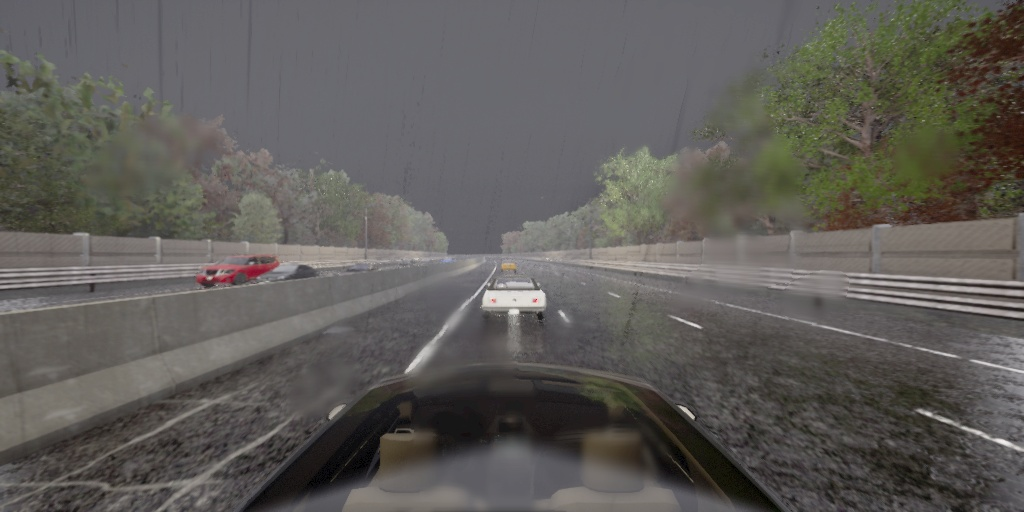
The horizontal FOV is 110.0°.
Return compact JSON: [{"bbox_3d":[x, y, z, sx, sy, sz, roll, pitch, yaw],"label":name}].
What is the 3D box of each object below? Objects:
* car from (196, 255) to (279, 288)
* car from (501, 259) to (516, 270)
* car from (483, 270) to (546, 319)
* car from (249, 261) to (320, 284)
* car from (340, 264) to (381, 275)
[{"bbox_3d":[-17.750,0.933,23.779,2.150,2.045,5.566,0,0,-1],"label":"car"},{"bbox_3d":[-0.450,1.130,45.051,1.801,1.575,5.366,0,0,-1],"label":"car"},{"bbox_3d":[0.057,1.332,12.633,1.895,1.301,4.718,0,0,0],"label":"car"},{"bbox_3d":[-14.242,1.239,23.137,1.812,1.442,4.674,0,0,-1],"label":"car"},{"bbox_3d":[-10.776,1.272,25.895,1.994,1.385,4.181,0,0,-1],"label":"car"}]
